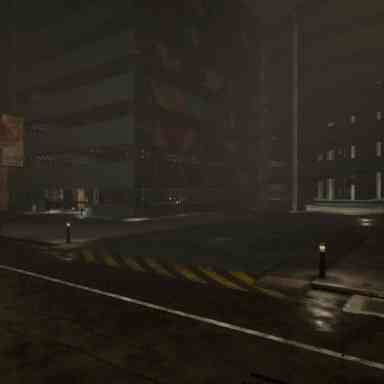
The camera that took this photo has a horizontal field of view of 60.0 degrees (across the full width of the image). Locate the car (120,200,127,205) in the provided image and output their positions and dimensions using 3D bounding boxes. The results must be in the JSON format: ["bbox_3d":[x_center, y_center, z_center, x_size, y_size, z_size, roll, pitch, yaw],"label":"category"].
[{"bbox_3d":[-8.033,1.463,47.401,4.718,1.301,1.895,0,0,35],"label":"car"}]

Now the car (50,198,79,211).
[{"bbox_3d":[-15.056,1.413,38.158,4.786,1.482,2.161,0,0,35],"label":"car"}]

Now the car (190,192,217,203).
[{"bbox_3d":[1.944,1.029,63.001,5.566,2.045,2.435,0,0,35],"label":"car"}]

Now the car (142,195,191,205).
[{"bbox_3d":[-2.712,1.320,34.498,4.674,1.452,2.002,0,0,35],"label":"car"}]
